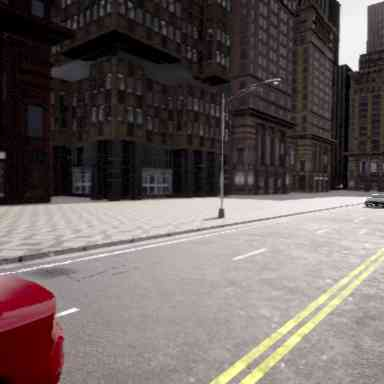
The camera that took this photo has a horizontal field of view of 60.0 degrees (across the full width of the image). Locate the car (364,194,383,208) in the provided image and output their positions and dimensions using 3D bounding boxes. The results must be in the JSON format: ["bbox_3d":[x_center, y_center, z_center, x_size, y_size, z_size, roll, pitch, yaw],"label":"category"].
[{"bbox_3d":[20.303,0.921,36.179,2.033,1.411,5.357,2,2,39],"label":"car"}]

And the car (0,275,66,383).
[{"bbox_3d":[-3.267,1.371,1.828,1.882,1.535,5.008,2,2,39],"label":"car"}]
